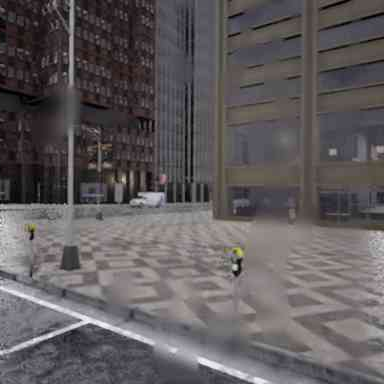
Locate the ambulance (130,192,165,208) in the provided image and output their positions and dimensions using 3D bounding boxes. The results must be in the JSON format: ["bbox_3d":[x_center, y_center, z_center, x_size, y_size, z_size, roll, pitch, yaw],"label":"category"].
[{"bbox_3d":[-7.054,1.314,52.992,2.351,2.431,6.366,1,0,35],"label":"ambulance"}]
